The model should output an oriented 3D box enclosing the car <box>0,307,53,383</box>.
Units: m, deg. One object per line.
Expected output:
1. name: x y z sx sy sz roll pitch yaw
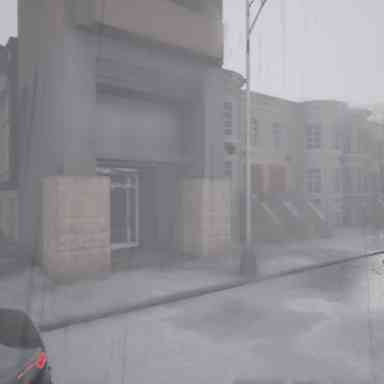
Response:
1. car: -3.226 1.568 2.268 4.181 1.385 1.994 0 0 -35
